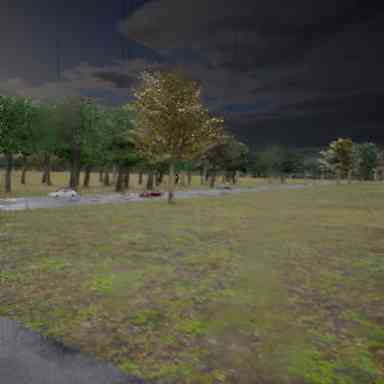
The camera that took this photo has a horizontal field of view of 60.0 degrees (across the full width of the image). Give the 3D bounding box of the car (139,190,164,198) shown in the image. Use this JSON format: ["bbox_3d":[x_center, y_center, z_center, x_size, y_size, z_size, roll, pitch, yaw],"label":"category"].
[{"bbox_3d":[-6.950,0.344,57.918,1.895,1.301,4.718,4,4,35],"label":"car"}]

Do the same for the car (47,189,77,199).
[{"bbox_3d":[-20.090,0.298,51.573,1.812,1.442,4.674,4,5,35],"label":"car"}]

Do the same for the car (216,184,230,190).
[{"bbox_3d":[8.585,-1.407,91.552,2.097,1.767,4.553,4,4,35],"label":"car"}]
